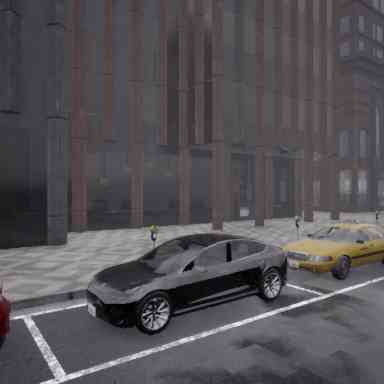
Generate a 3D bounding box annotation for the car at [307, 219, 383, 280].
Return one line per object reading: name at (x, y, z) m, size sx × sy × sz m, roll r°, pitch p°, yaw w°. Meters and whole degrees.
car at (4.565, 1.526, 9.931) m, size 4.829 × 1.417 × 1.752 m, roll 0°, pitch 0°, yaw -36°

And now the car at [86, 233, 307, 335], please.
car at (0.122, 1.566, 6.747) m, size 4.313 × 1.339 × 1.947 m, roll 0°, pitch 0°, yaw -36°

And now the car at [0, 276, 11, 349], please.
car at (-4.459, 1.545, 3.463) m, size 4.507 × 1.381 × 1.887 m, roll 0°, pitch 0°, yaw -36°
